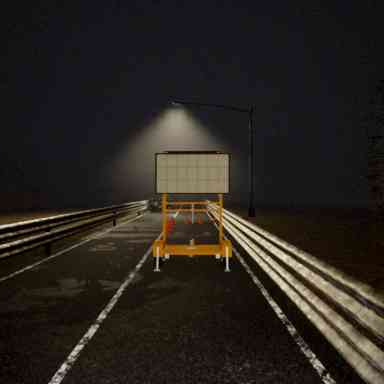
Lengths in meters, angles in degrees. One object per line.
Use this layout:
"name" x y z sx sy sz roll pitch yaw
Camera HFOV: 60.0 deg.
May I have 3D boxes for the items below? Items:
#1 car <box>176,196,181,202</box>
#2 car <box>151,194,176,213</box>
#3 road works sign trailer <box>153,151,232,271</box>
"car" -3.191 1.502 63.408 1.882 1.535 5.008 0 0 0
"car" -3.316 1.236 37.446 2.150 2.045 5.566 0 0 0
"road works sign trailer" 0.020 0.468 10.869 2.380 3.560 2.880 0 0 0
